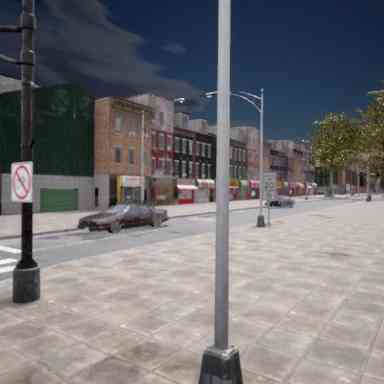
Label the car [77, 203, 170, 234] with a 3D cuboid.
[{"bbox_3d":[-3.449,1.323,17.943,2.033,1.411,5.357,1,1,36],"label":"car"}]

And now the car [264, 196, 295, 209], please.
[{"bbox_3d":[9.552,1.094,36.116,1.895,1.301,4.718,1,1,36],"label":"car"}]
